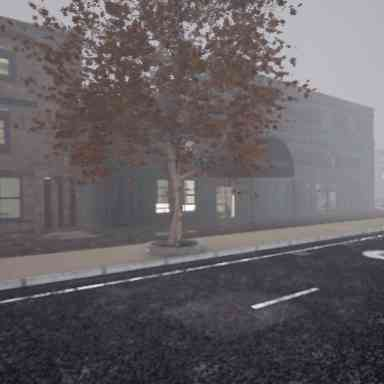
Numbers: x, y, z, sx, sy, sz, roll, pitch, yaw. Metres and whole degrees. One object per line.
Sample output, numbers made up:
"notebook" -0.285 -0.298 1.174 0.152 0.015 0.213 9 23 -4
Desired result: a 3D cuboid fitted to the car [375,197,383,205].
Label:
"car" 31.654 1.578 57.962 2.008 1.369 4.403 -2 0 -36
